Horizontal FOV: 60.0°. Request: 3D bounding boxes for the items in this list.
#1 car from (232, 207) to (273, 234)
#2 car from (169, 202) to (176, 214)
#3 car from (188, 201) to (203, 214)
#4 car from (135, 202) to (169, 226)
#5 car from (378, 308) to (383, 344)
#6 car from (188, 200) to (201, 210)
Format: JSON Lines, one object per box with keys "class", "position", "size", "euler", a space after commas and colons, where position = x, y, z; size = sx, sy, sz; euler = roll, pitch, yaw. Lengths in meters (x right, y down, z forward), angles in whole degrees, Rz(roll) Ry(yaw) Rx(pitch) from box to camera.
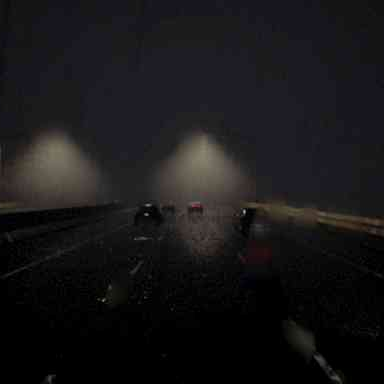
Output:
{"class": "car", "position": [3.726, 1.735, 20.809], "size": [1.837, 1.490, 4.892], "euler": [0, -1, 0]}
{"class": "car", "position": [-3.119, 1.971, 42.910], "size": [2.128, 1.511, 4.902], "euler": [0, -1, 1]}
{"class": "car", "position": [0.424, 1.975, 43.130], "size": [2.128, 1.511, 4.902], "euler": [0, -1, 0]}
{"class": "car", "position": [-3.236, 1.717, 26.097], "size": [2.033, 1.649, 4.856], "euler": [0, -1, 1]}
{"class": "car", "position": [3.613, 1.598, 3.000], "size": [1.994, 1.385, 4.181], "euler": [0, -1, 0]}
{"class": "car", "position": [0.443, 2.187, 56.732], "size": [2.033, 1.411, 5.357], "euler": [0, -1, 1]}
